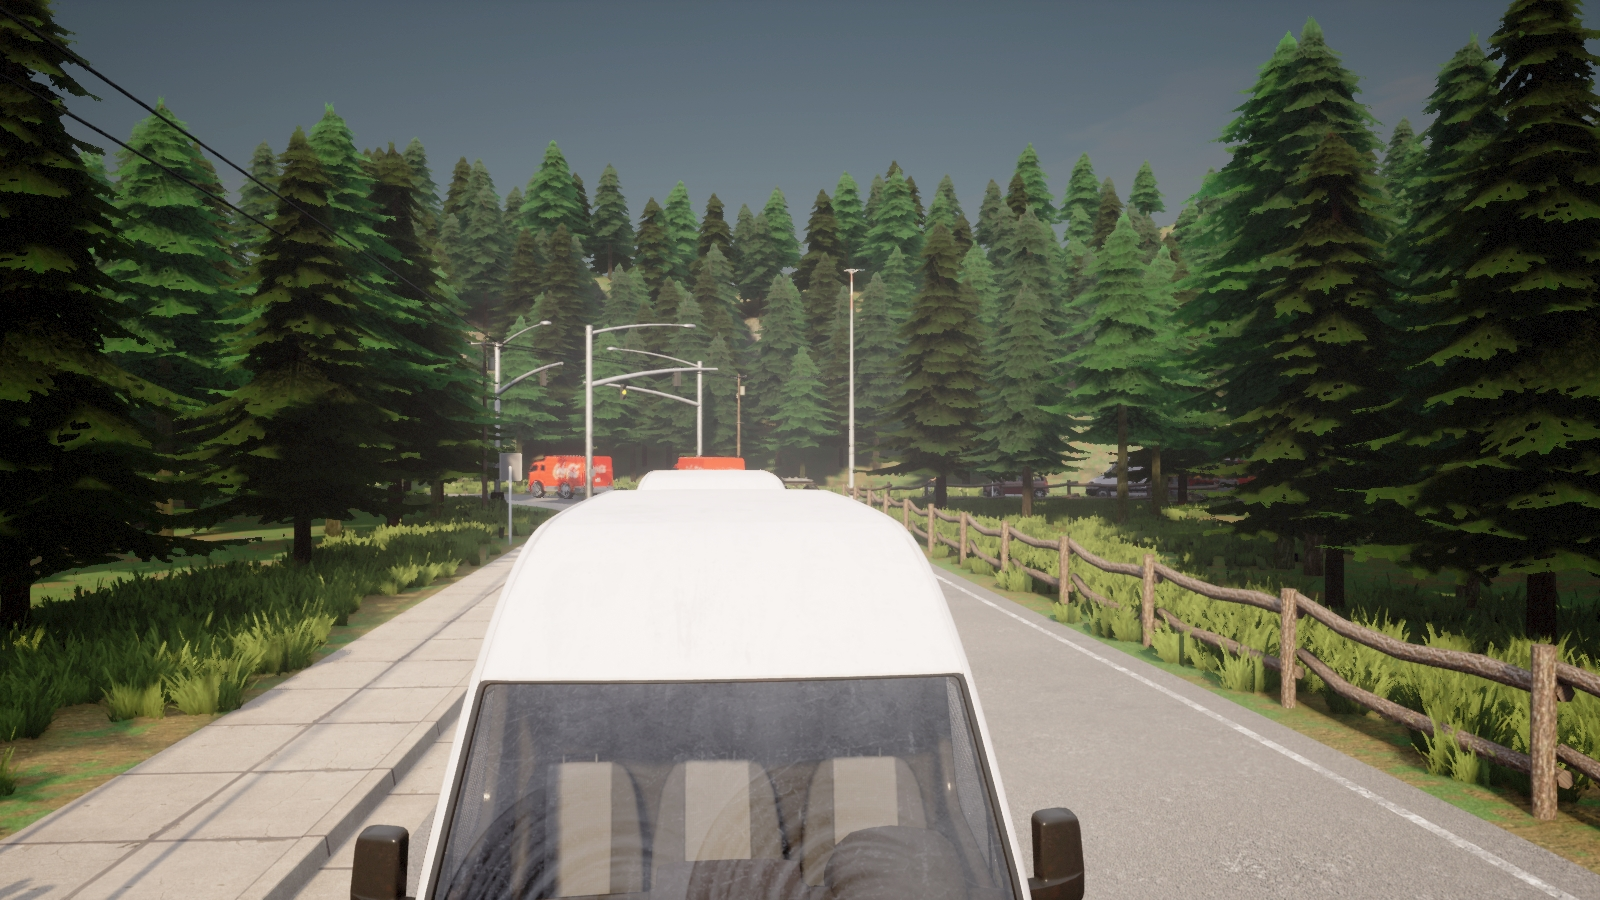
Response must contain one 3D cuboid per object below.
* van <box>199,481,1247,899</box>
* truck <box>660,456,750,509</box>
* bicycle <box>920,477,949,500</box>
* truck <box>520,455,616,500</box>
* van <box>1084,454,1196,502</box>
[{"bbox_3d":[-0.344,1.499,5.120,1.988,2.561,5.915,0,0,-5],"label":"van"},{"bbox_3d":[-4.722,1.550,56.143,2.627,2.467,5.204,0,0,-27],"label":"truck"},{"bbox_3d":[7.650,2.158,64.900,1.487,1.276,0.859,0,0,-7],"label":"bicycle"},{"bbox_3d":[-13.464,1.541,66.225,5.204,2.467,2.627,0,0,37],"label":"truck"},{"bbox_3d":[19.038,1.535,64.038,5.915,2.561,1.988,0,0,19],"label":"van"}]
